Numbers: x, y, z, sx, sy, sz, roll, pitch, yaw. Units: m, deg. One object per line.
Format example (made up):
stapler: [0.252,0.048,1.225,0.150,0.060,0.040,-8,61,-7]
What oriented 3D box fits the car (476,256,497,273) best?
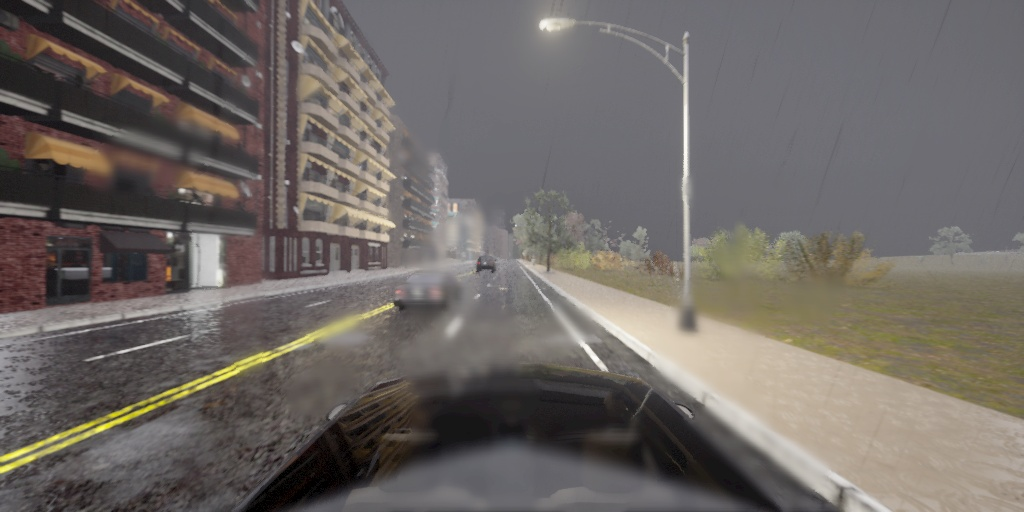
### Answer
car: [-3.162,0.982,44.526,2.150,2.045,5.566,0,0,0]

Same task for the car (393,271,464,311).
car: [-3.153,1.301,14.488,2.033,1.411,5.357,0,0,0]
